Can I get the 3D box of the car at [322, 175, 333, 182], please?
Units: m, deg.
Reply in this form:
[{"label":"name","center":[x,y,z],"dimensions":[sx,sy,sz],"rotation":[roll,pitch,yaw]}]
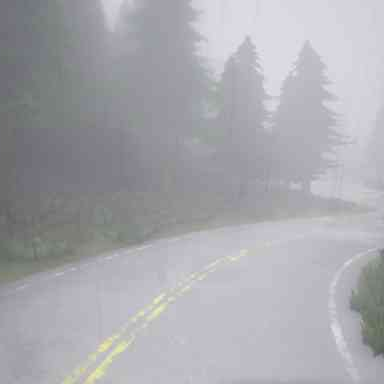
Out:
[{"label":"car","center":[27.198,-2.997,67.872],"dimensions":[1.882,1.535,5.008],"rotation":[5,7,42]}]
